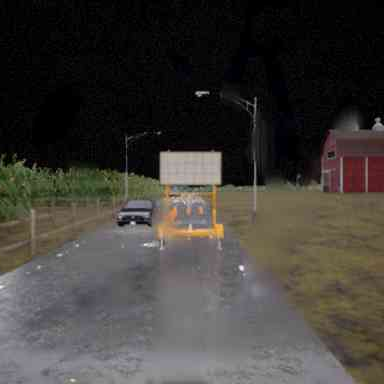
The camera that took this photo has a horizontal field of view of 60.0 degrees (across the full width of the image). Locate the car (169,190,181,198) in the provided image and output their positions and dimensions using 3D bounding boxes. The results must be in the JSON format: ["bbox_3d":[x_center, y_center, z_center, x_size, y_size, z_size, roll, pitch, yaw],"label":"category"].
[{"bbox_3d":[-3.068,0.325,59.998,1.994,1.385,4.181,0,1,0],"label":"car"}]

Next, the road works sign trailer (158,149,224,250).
[{"bbox_3d":[-0.049,0.162,12.798,2.380,3.560,2.880,0,1,0],"label":"road works sign trailer"}]

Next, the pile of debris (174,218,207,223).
[{"bbox_3d":[-0.084,1.708,19.833,1.860,0.140,1.500,0,1,0],"label":"pile of debris"}]

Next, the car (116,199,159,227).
[{"bbox_3d":[-2.932,1.104,19.105,2.033,1.411,5.357,0,1,0],"label":"car"}]
